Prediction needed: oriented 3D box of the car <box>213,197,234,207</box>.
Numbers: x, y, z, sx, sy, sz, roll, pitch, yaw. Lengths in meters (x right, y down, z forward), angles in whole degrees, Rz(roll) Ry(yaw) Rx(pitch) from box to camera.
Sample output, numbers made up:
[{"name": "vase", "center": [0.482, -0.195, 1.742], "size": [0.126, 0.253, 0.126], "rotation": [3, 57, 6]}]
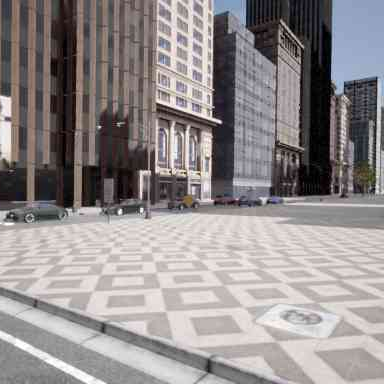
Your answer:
[{"name": "car", "center": [4.953, 1.395, 48.049], "size": [1.895, 1.301, 4.718], "rotation": [1, 1, 36]}]

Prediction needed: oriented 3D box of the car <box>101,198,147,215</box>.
[{"name": "car", "center": [-6.452, 1.377, 32.002], "size": [1.837, 1.490, 4.892], "rotation": [1, 1, 35]}]

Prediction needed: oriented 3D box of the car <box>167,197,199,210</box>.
[{"name": "car", "center": [-1.005, 1.340, 39.694], "size": [1.837, 1.490, 4.892], "rotation": [1, 1, 35]}]

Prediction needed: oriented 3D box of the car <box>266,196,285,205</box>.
[{"name": "car", "center": [13.947, 1.362, 55.469], "size": [1.994, 1.385, 4.181], "rotation": [1, 1, 35]}]

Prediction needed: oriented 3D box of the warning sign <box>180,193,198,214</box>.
[{"name": "warning sign", "center": [-0.259, 1.077, 30.681], "size": [1.300, 1.860, 1.060], "rotation": [1, 1, 35]}]

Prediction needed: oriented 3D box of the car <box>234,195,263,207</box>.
[{"name": "car", "center": [8.347, 1.193, 47.464], "size": [2.097, 1.767, 4.553], "rotation": [1, 1, 36]}]

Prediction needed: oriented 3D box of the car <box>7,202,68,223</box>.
[{"name": "car", "center": [-11.464, 1.470, 24.925], "size": [1.994, 1.385, 4.181], "rotation": [1, 1, 35]}]
